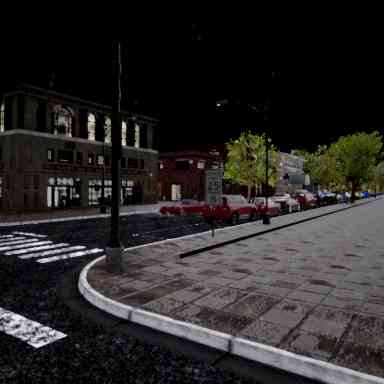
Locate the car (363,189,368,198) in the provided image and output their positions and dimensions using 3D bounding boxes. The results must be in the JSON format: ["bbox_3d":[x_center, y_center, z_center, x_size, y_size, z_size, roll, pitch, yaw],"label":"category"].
[{"bbox_3d":[34.080,0.621,68.033,1.752,1.417,4.829,1,2,34],"label":"car"}]

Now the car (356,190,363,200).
[{"bbox_3d":[30.846,0.749,63.325,1.802,1.307,4.206,1,2,34],"label":"car"}]

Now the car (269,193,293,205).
[{"bbox_3d":[12.616,0.936,46.891,1.812,1.442,4.674,1,1,35],"label":"car"}]

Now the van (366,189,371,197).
[{"bbox_3d":[40.260,0.300,77.029,1.690,1.788,3.998,1,2,34],"label":"van"}]

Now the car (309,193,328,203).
[{"bbox_3d":[19.923,0.859,52.179,1.812,1.442,4.674,1,1,34],"label":"car"}]

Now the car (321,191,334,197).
[{"bbox_3d":[33.340,0.435,81.765,2.008,1.369,4.403,2,2,34],"label":"car"}]

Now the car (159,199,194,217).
[{"bbox_3d":[-0.640,1.293,27.701,1.895,1.301,4.718,1,1,34],"label":"car"}]

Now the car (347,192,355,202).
[{"bbox_3d":[23.634,0.689,52.083,2.097,1.767,4.553,1,1,34],"label":"car"}]

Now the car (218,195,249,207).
[{"bbox_3d":[5.110,1.067,40.638,1.947,1.339,4.313,1,2,34],"label":"car"}]

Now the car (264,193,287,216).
[{"bbox_3d":[5.754,1.151,26.763,1.967,1.590,4.097,1,2,34],"label":"car"}]

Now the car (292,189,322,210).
[{"bbox_3d":[12.029,0.891,35.901,2.192,1.841,5.009,1,2,34],"label":"car"}]

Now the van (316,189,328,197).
[{"bbox_3d":[30.206,0.295,77.190,1.690,1.788,3.998,2,2,34],"label":"van"}]

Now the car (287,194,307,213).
[{"bbox_3d":[8.890,1.194,31.336,2.008,1.369,4.403,1,2,34],"label":"car"}]

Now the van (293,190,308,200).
[{"bbox_3d":[20.796,0.502,63.481,1.690,1.788,3.998,1,2,34],"label":"van"}]

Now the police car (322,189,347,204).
[{"bbox_3d":[19.769,0.846,46.415,1.930,1.638,5.238,1,1,34],"label":"police car"}]

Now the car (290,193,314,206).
[{"bbox_3d":[14.920,0.969,44.790,1.812,1.442,4.674,1,1,35],"label":"car"}]

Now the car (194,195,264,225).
[{"bbox_3d":[2.618,1.092,22.191,2.192,1.841,5.009,1,1,34],"label":"car"}]
